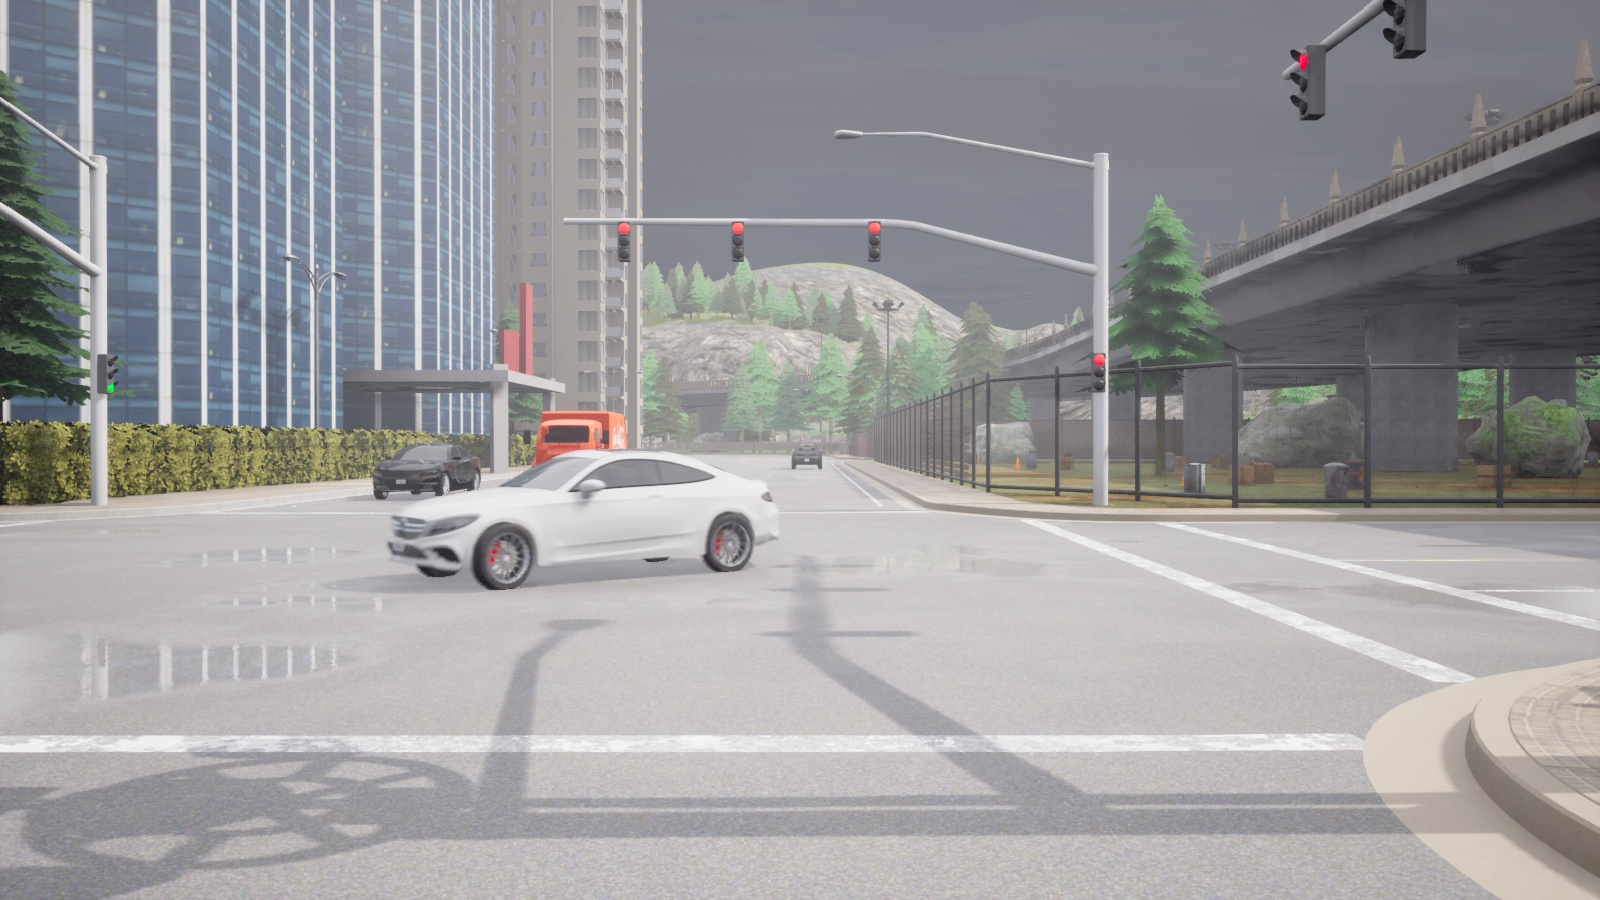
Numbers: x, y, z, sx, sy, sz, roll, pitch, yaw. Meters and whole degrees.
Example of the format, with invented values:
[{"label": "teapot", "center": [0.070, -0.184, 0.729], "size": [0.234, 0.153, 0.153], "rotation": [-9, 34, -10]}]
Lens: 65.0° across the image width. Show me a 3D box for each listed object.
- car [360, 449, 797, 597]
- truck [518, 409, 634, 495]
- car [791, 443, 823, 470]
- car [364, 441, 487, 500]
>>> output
[{"label": "car", "center": [-2.426, 0.713, 14.492], "size": [4.674, 1.442, 1.812], "rotation": [0, 0, -39]}, {"label": "truck", "center": [-6.780, 0.036, 38.678], "size": [2.627, 2.467, 5.204], "rotation": [0, 0, 0]}, {"label": "car", "center": [0.400, 0.351, 72.500], "size": [1.816, 1.474, 4.193], "rotation": [0, 0, 0]}, {"label": "car", "center": [-10.300, 0.519, 34.939], "size": [1.882, 1.535, 5.008], "rotation": [0, 0, 0]}]
